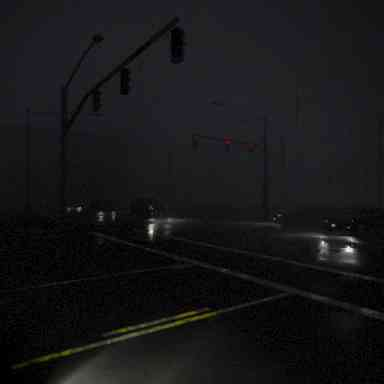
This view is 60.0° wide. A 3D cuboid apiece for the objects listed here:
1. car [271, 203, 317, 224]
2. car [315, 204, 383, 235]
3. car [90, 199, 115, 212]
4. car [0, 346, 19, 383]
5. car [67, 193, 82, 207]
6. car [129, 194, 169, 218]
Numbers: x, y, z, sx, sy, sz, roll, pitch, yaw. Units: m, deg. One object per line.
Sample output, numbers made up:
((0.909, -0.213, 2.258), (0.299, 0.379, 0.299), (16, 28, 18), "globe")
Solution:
((8.562, 1.531, 24.130), (5.357, 1.411, 2.033), (0, -1, -7), "car")
((9.385, 1.486, 18.563), (4.892, 1.490, 1.837), (0, 0, -32), "car")
((-10.904, 1.538, 40.123), (1.812, 1.442, 4.674), (0, 0, -36), "car")
((-3.568, 1.545, 1.261), (5.357, 1.411, 2.033), (0, 0, -35), "car")
((-18.403, 1.234, 51.592), (2.150, 2.045, 5.566), (0, 0, -22), "car")
((-3.970, 1.364, 30.513), (2.097, 1.767, 4.553), (0, 0, -36), "car")
